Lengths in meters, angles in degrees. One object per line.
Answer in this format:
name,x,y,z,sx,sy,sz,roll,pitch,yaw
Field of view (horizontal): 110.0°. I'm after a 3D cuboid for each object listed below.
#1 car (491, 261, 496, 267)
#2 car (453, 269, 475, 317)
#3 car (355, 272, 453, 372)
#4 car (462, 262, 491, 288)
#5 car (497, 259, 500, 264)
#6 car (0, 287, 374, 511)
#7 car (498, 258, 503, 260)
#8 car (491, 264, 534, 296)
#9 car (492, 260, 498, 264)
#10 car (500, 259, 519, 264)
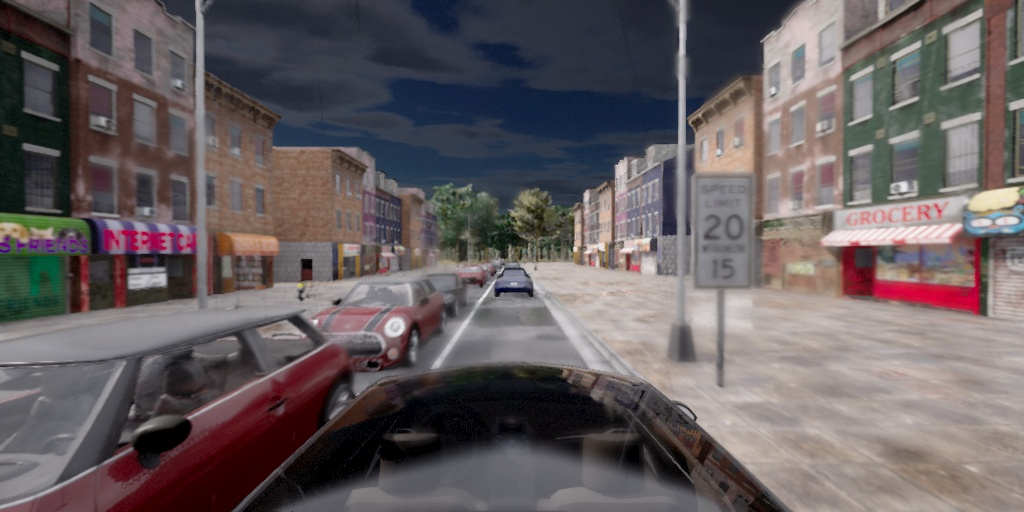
car,-2.629,1.305,29.351,2.007,1.370,4.403,0,0,0
car,-2.634,1.315,13.047,1.948,1.339,4.313,0,0,0
car,-2.636,1.189,7.612,1.967,1.591,4.097,0,0,0
car,-2.631,1.297,23.916,1.888,1.381,4.507,0,0,0
car,-2.625,1.326,40.221,1.948,1.339,4.313,0,0,0
car,-2.638,1.190,2.178,1.967,1.591,4.097,0,0,0
car,-2.620,1.323,56.525,2.007,1.370,4.403,0,0,0
car,0.105,1.313,19.158,1.994,1.385,4.181,0,0,0
car,-2.627,1.302,34.786,1.888,1.381,4.507,0,0,0
car,0.073,1.306,38.447,2.033,1.411,5.357,0,0,0
